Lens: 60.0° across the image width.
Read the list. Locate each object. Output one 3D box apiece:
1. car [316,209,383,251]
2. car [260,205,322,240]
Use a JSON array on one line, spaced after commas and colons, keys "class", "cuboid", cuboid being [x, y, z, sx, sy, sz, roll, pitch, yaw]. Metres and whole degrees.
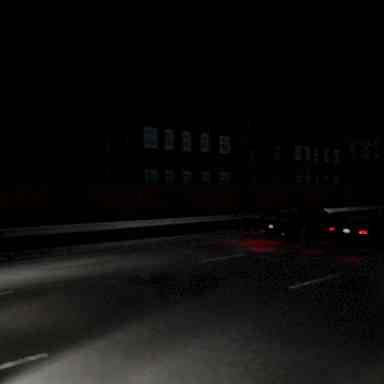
[{"class": "car", "cuboid": [7.632, 1.441, 13.490, 5.357, 1.411, 2.033, -1, 0, -36]}, {"class": "car", "cuboid": [5.540, 1.372, 16.296, 5.008, 1.535, 1.882, -1, 0, -35]}]
